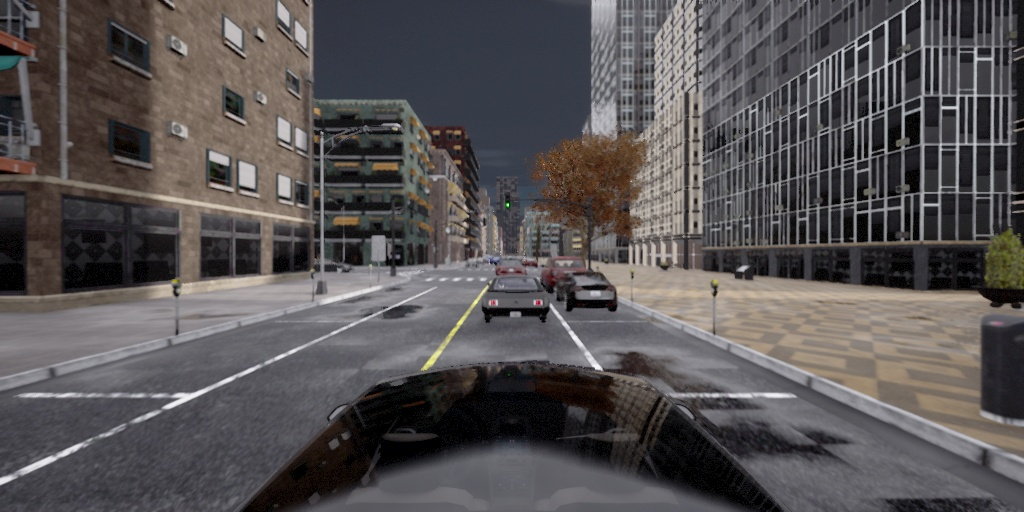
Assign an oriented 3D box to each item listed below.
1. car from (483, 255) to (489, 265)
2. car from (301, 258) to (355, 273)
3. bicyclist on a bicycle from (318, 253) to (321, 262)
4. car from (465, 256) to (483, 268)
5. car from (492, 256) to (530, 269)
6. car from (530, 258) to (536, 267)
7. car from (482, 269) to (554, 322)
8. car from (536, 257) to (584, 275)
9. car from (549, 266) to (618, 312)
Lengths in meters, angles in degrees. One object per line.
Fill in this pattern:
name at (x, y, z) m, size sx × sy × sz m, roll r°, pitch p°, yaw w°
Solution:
car at (-5.686, 0.905, 62.603) m, size 2.007 × 1.370 × 4.403 m, roll 0°, pitch 0°, yaw 0°
car at (-16.433, 0.882, 32.121) m, size 4.403 × 1.370 × 2.007 m, roll 0°, pitch 0°, yaw -1°
bicyclist on a bicycle at (-23.166, 0.475, 43.375) m, size 0.582 × 1.620 × 1.656 m, roll 1°, pitch 1°, yaw -1°
car at (-5.686, 0.970, 51.538) m, size 2.007 × 1.370 × 4.403 m, roll 0°, pitch 0°, yaw 0°
car at (-0.185, 0.937, 25.773) m, size 2.097 × 1.767 × 4.553 m, roll 0°, pitch 0°, yaw -4°
car at (2.694, 0.965, 51.537) m, size 1.888 × 1.381 × 4.507 m, roll 0°, pitch 0°, yaw 0°
car at (0.101, 1.280, 11.916) m, size 1.895 × 1.301 × 4.718 m, roll 0°, pitch 0°, yaw 0°
car at (2.693, 0.945, 19.150) m, size 2.192 × 1.841 × 5.009 m, roll 0°, pitch 0°, yaw 0°
car at (2.693, 1.233, 13.627) m, size 1.948 × 1.339 × 4.313 m, roll 0°, pitch 0°, yaw 0°
